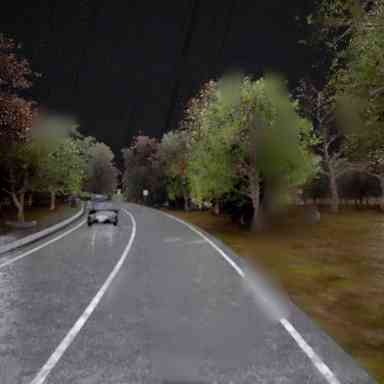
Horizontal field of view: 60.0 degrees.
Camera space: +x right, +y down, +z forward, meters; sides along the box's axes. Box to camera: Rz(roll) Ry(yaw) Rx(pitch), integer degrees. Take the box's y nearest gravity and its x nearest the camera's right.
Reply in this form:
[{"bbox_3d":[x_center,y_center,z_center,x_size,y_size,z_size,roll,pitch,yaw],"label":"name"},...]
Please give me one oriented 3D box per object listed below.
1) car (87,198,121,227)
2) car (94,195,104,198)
[{"bbox_3d":[-5.806,1.409,22.193,2.128,1.511,4.902,1,0,-11],"label":"car"},{"bbox_3d":[-17.418,1.210,62.327,1.812,1.442,4.674,1,0,-18],"label":"car"}]
